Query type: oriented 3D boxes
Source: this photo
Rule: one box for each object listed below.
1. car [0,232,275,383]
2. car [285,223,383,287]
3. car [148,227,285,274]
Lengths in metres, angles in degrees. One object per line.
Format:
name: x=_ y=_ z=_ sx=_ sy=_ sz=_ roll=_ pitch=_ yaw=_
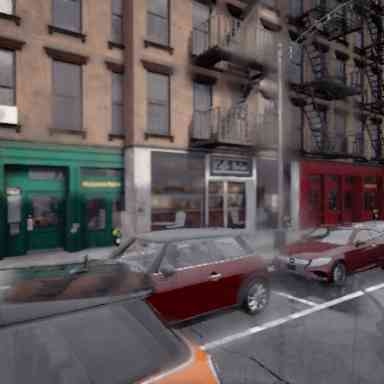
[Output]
car: x=-1.948 y=1.357 z=1.672 sx=4.553 sy=1.767 sz=2.097 roll=0 pitch=0 yaw=-35
car: x=4.053 y=1.529 z=9.086 sx=4.206 sy=1.307 sz=1.802 roll=0 pitch=0 yaw=-36
car: x=-0.569 y=1.423 z=5.788 sx=4.097 sy=1.590 sz=1.967 roll=0 pitch=0 yaw=-36
